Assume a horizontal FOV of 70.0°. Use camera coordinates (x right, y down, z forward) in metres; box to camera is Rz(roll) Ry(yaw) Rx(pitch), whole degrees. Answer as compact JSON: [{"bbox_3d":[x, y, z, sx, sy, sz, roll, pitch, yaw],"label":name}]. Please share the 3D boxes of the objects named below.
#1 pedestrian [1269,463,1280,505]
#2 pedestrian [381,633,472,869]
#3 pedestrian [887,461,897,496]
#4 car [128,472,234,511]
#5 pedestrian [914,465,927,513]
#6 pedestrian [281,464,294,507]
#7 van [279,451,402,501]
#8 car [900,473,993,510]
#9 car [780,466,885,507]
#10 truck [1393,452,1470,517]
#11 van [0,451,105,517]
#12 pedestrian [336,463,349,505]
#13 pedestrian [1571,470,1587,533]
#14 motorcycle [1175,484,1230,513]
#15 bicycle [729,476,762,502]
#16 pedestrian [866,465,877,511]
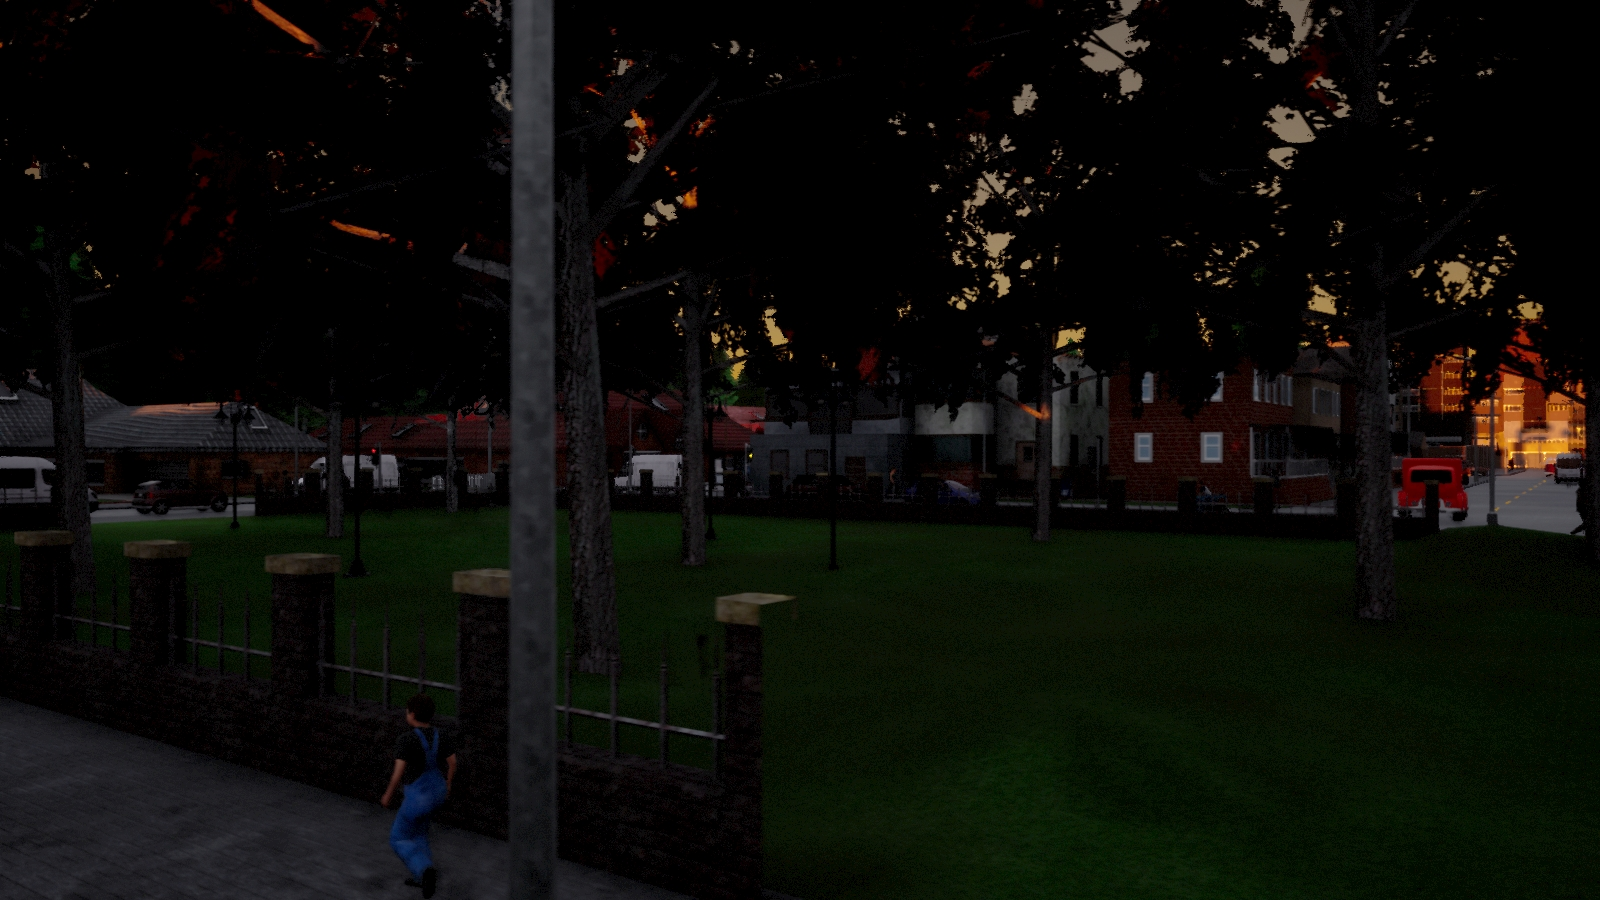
[{"bbox_3d":[21.130,1.516,50.896,0.375,1.860,0.375,0,0,39],"label":"pedestrian"},{"bbox_3d":[-2.273,1.805,6.957,0.375,1.300,0.375,0,0,35],"label":"pedestrian"},{"bbox_3d":[4.964,1.524,61.585,0.375,1.860,0.375,0,0,31],"label":"pedestrian"},{"bbox_3d":[-27.326,1.806,50.525,1.789,1.549,3.705,0,0,35],"label":"car"},{"bbox_3d":[4.740,1.524,44.930,0.375,1.860,0.375,0,0,34],"label":"pedestrian"},{"bbox_3d":[-22.253,1.525,49.635,0.375,1.860,0.375,0,0,25],"label":"pedestrian"},{"bbox_3d":[-24.652,1.314,61.512,1.988,2.561,5.915,0,0,38],"label":"van"},{"bbox_3d":[6.444,1.818,50.412,3.633,1.501,1.845,0,0,36],"label":"car"},{"bbox_3d":[1.499,1.686,53.663,4.553,1.767,2.097,0,0,35],"label":"car"},{"bbox_3d":[25.615,1.358,46.339,2.627,2.467,5.204,0,-1,29],"label":"truck"},{"bbox_3d":[-31.126,1.314,45.205,1.988,2.561,5.915,0,0,36],"label":"van"},{"bbox_3d":[-20.560,1.525,51.325,0.375,1.860,0.375,0,0,35],"label":"pedestrian"},{"bbox_3d":[23.262,1.525,34.121,0.375,1.860,0.375,0,0,35],"label":"pedestrian"},{"bbox_3d":[16.720,1.993,47.480,2.033,1.145,0.803,0,-1,33],"label":"motorcycle"},{"bbox_3d":[-2.717,1.940,56.688,1.835,1.271,0.329,0,0,35],"label":"bicycle"},{"bbox_3d":[2.907,1.525,46.427,0.375,1.860,0.375,0,0,24],"label":"pedestrian"}]
